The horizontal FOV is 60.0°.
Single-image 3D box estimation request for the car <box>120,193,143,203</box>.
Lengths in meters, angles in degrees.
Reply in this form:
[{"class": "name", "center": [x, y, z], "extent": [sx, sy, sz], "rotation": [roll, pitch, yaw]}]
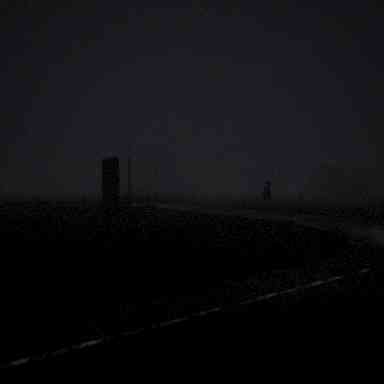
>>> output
[{"class": "car", "center": [-8.799, 0.850, 48.171], "extent": [2.128, 1.511, 4.902], "rotation": [-1, 1, -35]}]
